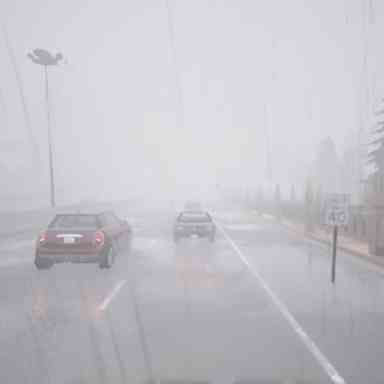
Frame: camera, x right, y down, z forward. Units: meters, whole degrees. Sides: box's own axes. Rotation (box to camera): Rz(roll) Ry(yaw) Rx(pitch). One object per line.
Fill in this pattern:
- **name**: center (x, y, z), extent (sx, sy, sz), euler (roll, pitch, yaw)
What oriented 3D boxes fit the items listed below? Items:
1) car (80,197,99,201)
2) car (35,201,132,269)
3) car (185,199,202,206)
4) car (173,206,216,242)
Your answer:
- **car**: center (-13.980, 1.468, 45.607), extent (1.837, 1.490, 4.892), euler (0, 0, 0)
- **car**: center (-3.395, 1.352, 11.327), extent (2.097, 1.767, 4.553), euler (0, 0, 0)
- **car**: center (0.117, 1.492, 37.815), extent (1.812, 1.442, 4.674), euler (0, 0, 0)
- **car**: center (0.108, 1.594, 16.420), extent (1.895, 1.301, 4.718), euler (0, 0, 0)
